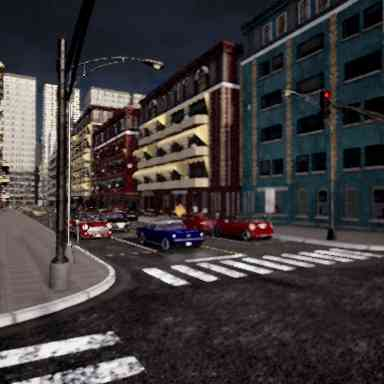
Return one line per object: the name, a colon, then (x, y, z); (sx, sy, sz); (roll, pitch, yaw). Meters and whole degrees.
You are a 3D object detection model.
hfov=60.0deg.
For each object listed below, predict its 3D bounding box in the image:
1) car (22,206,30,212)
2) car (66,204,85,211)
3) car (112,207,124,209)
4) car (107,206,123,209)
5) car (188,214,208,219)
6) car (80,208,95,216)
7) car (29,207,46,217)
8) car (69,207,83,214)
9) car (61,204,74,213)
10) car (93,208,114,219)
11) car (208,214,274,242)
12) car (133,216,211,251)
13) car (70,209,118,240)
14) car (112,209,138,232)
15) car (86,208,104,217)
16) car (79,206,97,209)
car: (-38.944, 4.157, 79.463); (1.752, 1.417, 4.829); (0, -2, -29)
car: (-18.701, 2.986, 54.207); (2.150, 2.045, 5.566); (1, -2, -29)
car: (-7.777, 2.839, 39.914); (1.947, 1.339, 4.313); (0, -2, -29)
car: (-10.490, 2.751, 44.761); (2.192, 1.841, 5.009); (0, -2, -29)
car: (0.354, 2.365, 25.396); (1.802, 1.307, 4.206); (0, -2, -29)
car: (-18.613, 3.506, 59.274); (1.802, 1.307, 4.206); (0, -2, -29)
car: (-25.482, 3.267, 55.413); (1.967, 1.590, 4.097); (0, -2, -29)
car: (-24.032, 3.799, 68.955); (2.008, 1.369, 4.403); (0, -2, -29)
car: (-29.453, 3.887, 78.641); (2.192, 1.841, 5.009); (0, -2, -29)
car: (-13.196, 3.149, 49.594); (2.008, 1.369, 4.403); (0, -2, -29)
car: (3.064, 2.060, 20.561); (1.967, 1.590, 4.097); (0, -2, -29)
car: (-1.214, 2.128, 17.134); (1.895, 1.301, 4.718); (1, -2, -29)
car: (-6.519, 2.126, 21.532); (1.967, 1.590, 4.097); (0, -2, -29)
car: (-6.301, 2.325, 26.213); (2.128, 1.511, 4.902); (1, -2, -29)
car: (-15.904, 3.343, 54.434); (1.802, 1.307, 4.206); (0, -2, -29)
car: (-13.633, 2.967, 45.239); (1.837, 1.490, 4.892); (1, -2, -29)
